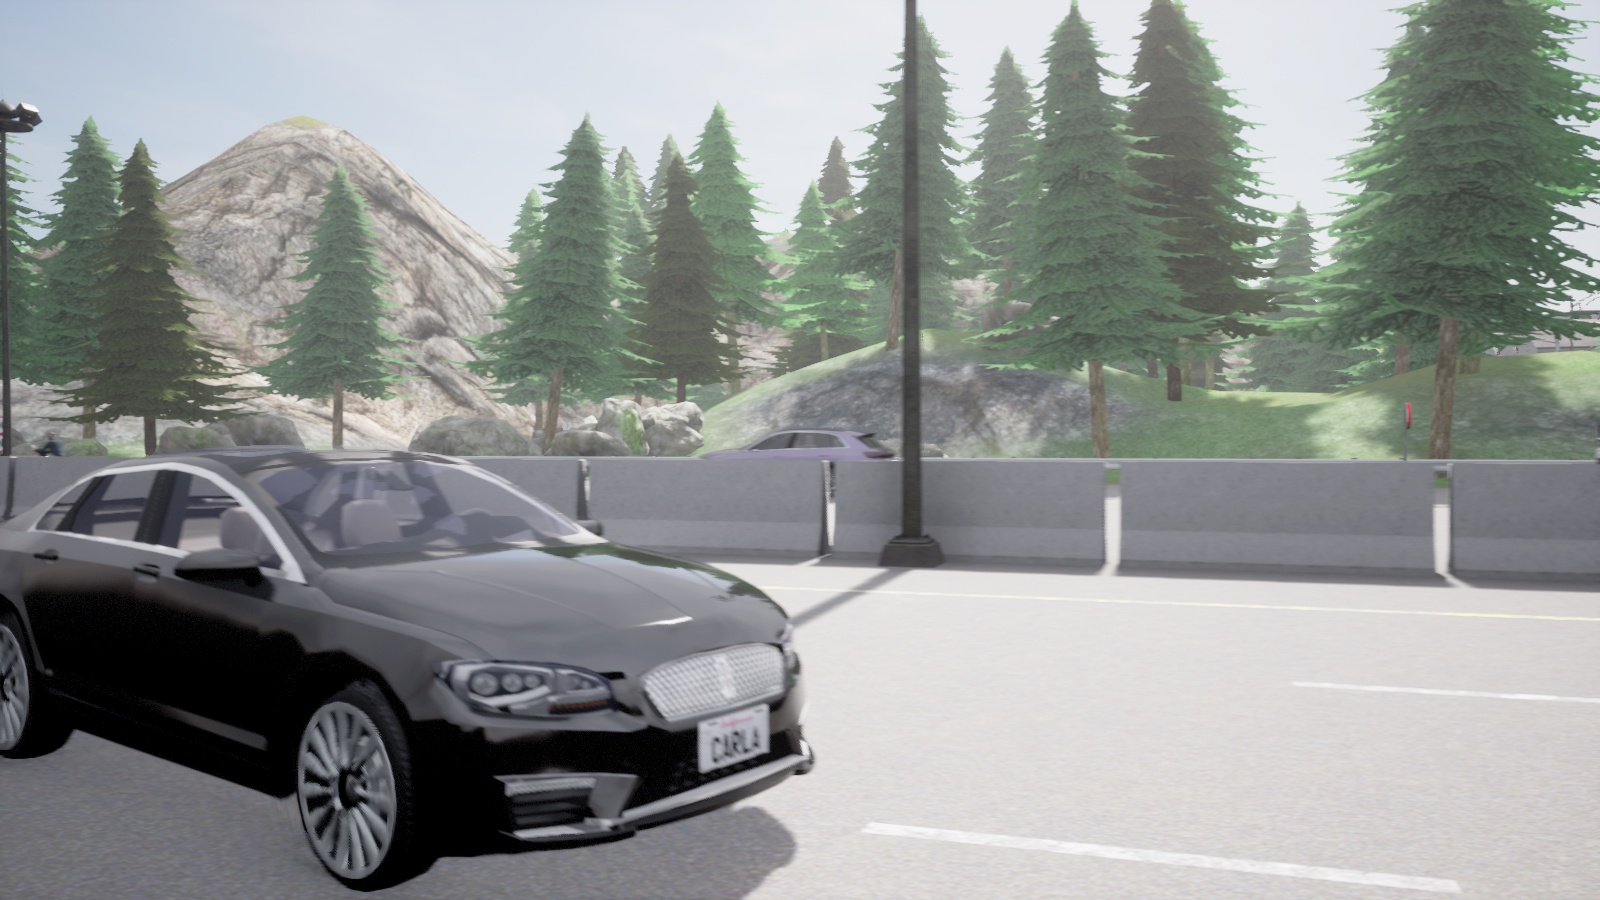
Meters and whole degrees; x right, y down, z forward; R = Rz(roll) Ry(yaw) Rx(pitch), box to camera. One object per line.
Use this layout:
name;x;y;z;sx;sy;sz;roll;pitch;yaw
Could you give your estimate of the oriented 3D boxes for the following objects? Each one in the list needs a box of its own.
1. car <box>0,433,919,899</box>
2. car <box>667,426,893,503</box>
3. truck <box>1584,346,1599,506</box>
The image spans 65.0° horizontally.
car;-2.107;0.684;5.782;4.902;1.511;2.128;1;1;38
car;-0.452;0.288;29.192;4.856;1.649;2.033;1;1;19
truck;20.984;-0.487;25.656;7.936;3.462;2.891;1;1;19
